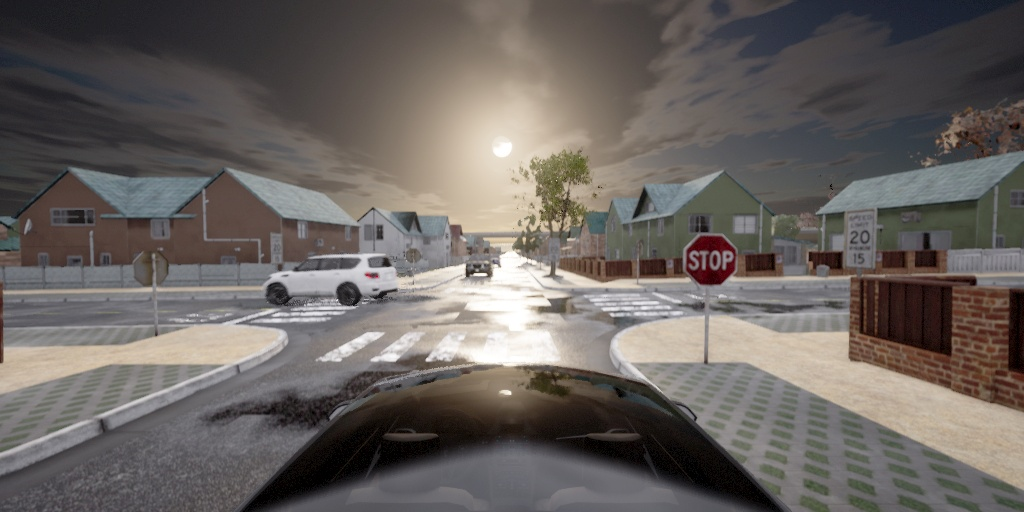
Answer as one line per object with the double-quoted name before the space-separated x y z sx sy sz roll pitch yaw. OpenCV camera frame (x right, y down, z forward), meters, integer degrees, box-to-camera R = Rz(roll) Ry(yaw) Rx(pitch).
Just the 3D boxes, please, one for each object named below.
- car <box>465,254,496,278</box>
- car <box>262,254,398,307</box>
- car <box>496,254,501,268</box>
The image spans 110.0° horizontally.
"car" -2.852 0.807 32.143 2.150 2.045 5.566 0 0 0
"car" -7.684 0.952 15.303 5.566 2.045 2.150 -1 1 12
"car" -2.816 0.688 54.643 2.150 2.045 5.566 0 0 0
